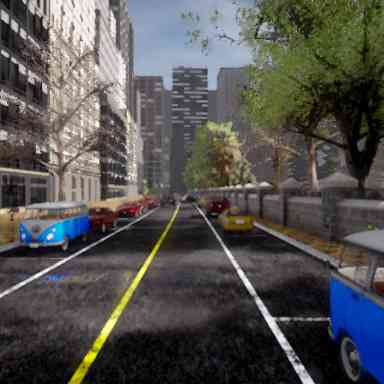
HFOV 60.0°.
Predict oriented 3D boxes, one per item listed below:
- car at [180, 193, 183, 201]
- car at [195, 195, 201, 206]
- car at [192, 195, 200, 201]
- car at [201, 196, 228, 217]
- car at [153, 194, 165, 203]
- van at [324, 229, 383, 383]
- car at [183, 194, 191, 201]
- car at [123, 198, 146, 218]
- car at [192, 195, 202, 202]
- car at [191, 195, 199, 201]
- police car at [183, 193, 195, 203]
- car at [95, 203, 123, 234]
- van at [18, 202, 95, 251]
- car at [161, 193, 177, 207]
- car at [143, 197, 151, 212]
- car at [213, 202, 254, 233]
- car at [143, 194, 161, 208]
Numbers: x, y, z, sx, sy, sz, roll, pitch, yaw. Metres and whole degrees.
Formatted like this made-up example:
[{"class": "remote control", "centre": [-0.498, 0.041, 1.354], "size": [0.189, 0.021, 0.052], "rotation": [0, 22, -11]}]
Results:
[{"class": "car", "centre": [-1.192, 1.452, 76.933], "size": [1.812, 1.442, 4.674], "rotation": [0, 0, -15]}, {"class": "car", "centre": [1.827, 1.484, 52.836], "size": [1.752, 1.417, 4.829], "rotation": [0, 0, -2]}, {"class": "car", "centre": [0.893, 1.503, 80.393], "size": [1.802, 1.307, 4.206], "rotation": [0, 0, -2]}, {"class": "car", "centre": [2.317, 1.295, 30.480], "size": [2.192, 1.841, 5.009], "rotation": [0, 0, -1]}, {"class": "car", "centre": [-6.725, 1.254, 69.154], "size": [2.192, 1.841, 5.009], "rotation": [0, 0, -2]}, {"class": "van", "centre": [2.561, 1.340, 2.751], "size": [1.690, 1.788, 3.998], "rotation": [0, 0, 0]}, {"class": "car", "centre": [-1.209, 1.373, 83.366], "size": [1.801, 1.575, 5.366], "rotation": [0, 0, 3]}, {"class": "car", "centre": [-5.706, 1.527, 30.328], "size": [1.887, 1.381, 4.507], "rotation": [0, 0, -1]}, {"class": "car", "centre": [1.098, 1.480, 74.847], "size": [2.008, 1.369, 4.403], "rotation": [0, 0, -2]}, {"class": "car", "centre": [0.689, 1.478, 85.939], "size": [1.947, 1.339, 4.313], "rotation": [0, 0, -2]}, {"class": "police car", "centre": [-0.367, 1.366, 67.269], "size": [1.930, 1.638, 5.238], "rotation": [0, 0, -2]}, {"class": "car", "centre": [-5.562, 1.535, 19.233], "size": [1.887, 1.381, 4.507], "rotation": [0, 0, -1]}, {"class": "van", "centre": [-5.514, 1.335, 13.686], "size": [1.690, 1.788, 3.998], "rotation": [0, 0, 0]}, {"class": "car", "centre": [-3.485, 1.185, 49.338], "size": [2.150, 2.045, 5.566], "rotation": [0, 0, -1]}, {"class": "car", "centre": [-5.805, 1.559, 35.877], "size": [1.802, 1.307, 4.206], "rotation": [0, 0, -1]}, {"class": "car", "centre": [2.461, 1.514, 19.554], "size": [1.752, 1.417, 4.829], "rotation": [0, 0, -1]}, {"class": "car", "centre": [-6.046, 1.281, 46.969], "size": [2.192, 1.841, 5.009], "rotation": [0, 0, -1]}]
